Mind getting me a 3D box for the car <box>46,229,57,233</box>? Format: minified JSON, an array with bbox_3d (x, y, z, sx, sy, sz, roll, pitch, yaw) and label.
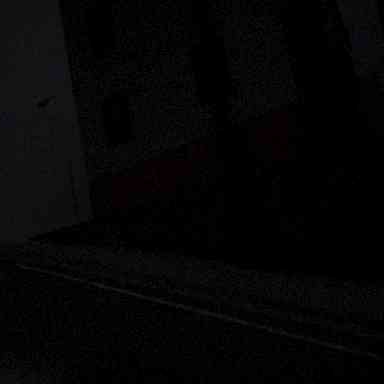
[{"bbox_3d":[-11.839,4.040,28.503,2.097,1.767,4.553,-16,-9,35],"label":"car"}]
